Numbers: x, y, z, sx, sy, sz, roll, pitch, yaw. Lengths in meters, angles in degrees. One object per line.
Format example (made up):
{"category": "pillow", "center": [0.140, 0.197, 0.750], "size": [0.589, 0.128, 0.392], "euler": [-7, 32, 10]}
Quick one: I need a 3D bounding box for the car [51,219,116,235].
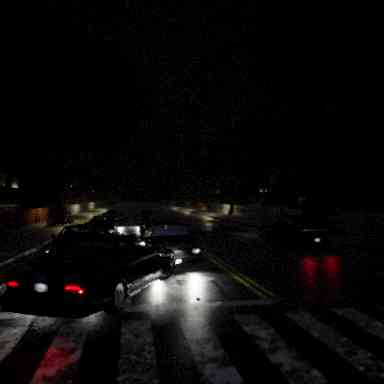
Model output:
{"category": "car", "center": [-3.984, 1.895, 11.941], "size": [1.994, 1.385, 4.181], "euler": [0, -2, -10]}

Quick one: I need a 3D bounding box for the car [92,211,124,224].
{"category": "car", "center": [-5.605, 2.174, 21.029], "size": [2.033, 1.411, 5.357], "euler": [0, -2, -10]}

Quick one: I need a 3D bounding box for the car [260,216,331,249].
{"category": "car", "center": [5.169, 2.016, 17.306], "size": [2.128, 1.511, 4.902], "euler": [0, -2, -12]}

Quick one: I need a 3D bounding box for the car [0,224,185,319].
{"category": "car", "center": [-1.947, 1.749, 8.079], "size": [2.033, 1.411, 5.357], "euler": [0, -2, 14]}

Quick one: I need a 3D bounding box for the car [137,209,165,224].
{"category": "car", "center": [-2.627, 2.165, 22.862], "size": [1.882, 1.535, 5.008], "euler": [0, -2, -10]}

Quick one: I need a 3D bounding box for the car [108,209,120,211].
{"category": "car", "center": [-7.636, 2.442, 32.486], "size": [1.812, 1.442, 4.674], "euler": [0, -1, -10]}

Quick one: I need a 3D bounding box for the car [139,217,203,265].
{"category": "car", "center": [-0.937, 1.932, 13.377], "size": [2.033, 1.411, 5.357], "euler": [0, -2, -10]}
